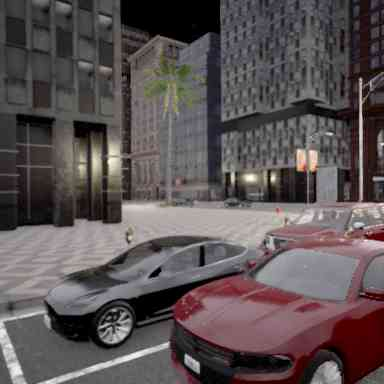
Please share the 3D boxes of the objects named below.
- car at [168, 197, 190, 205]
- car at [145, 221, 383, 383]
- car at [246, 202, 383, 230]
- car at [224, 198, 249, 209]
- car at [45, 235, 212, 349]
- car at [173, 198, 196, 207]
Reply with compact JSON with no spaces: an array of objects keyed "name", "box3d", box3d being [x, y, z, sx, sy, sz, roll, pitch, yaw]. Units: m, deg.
[{"name":"car","box3d":[-2.420,1.616,61.730,1.895,1.301,4.718,-1,0,-35]},{"name":"car","box3d":[2.035,1.449,4.822,5.008,1.535,1.882,0,0,-35]},{"name":"car","box3d":[4.194,1.258,9.526,5.009,1.841,2.192,0,0,-35]},{"name":"car","box3d":[6.640,1.599,48.447,1.837,1.490,4.892,-1,0,-34]},{"name":"car","box3d":[-0.395,1.545,6.252,4.313,1.339,1.947,0,0,-35]},{"name":"car","box3d":[-1.313,1.749,54.300,1.837,1.490,4.892,-1,-1,-34]}]
